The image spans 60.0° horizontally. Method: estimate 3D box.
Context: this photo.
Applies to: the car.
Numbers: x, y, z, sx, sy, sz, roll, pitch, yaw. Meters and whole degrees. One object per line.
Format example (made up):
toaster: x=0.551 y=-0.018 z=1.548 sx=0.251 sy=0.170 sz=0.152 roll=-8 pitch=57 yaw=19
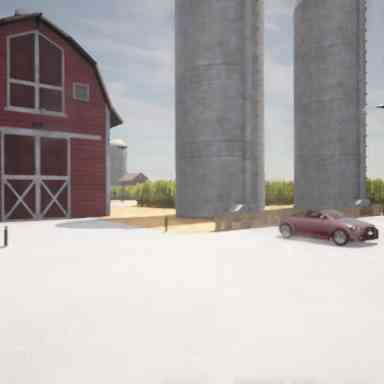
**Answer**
car: x=5.991 y=1.465 z=14.969 sx=1.994 sy=1.381 sz=4.181 roll=0 pitch=0 yaw=-36
